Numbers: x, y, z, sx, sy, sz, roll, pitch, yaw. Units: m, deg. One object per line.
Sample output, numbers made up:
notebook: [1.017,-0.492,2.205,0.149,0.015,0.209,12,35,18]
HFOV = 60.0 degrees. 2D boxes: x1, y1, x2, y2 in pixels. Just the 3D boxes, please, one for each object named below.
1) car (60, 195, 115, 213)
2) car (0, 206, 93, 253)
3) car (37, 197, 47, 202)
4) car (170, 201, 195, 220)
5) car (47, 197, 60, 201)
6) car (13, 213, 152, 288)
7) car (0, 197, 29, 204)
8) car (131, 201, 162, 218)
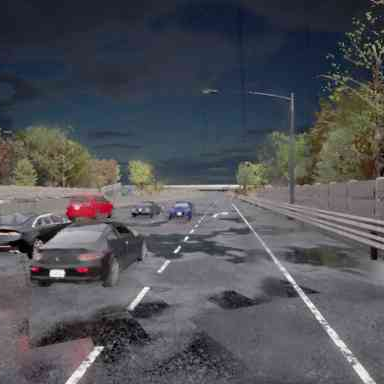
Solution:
car: [-7.974,1.225,26.523,2.150,2.045,5.566,0,0,5]
car: [-5.795,1.490,12.360,2.128,1.511,4.902,0,0,5]
car: [-20.290,1.502,47.024,2.128,1.511,4.902,0,0,5]
car: [-0.761,1.527,28.377,1.812,1.442,4.674,0,0,5]
car: [-16.965,1.556,45.044,2.033,1.411,5.357,0,0,6]
car: [-2.579,1.525,9.196,1.812,1.442,4.674,0,0,5]
car: [-24.010,1.500,44.874,2.128,1.511,4.902,0,0,5]
car: [-4.084,1.550,30.389,2.033,1.411,5.357,0,0,5]
